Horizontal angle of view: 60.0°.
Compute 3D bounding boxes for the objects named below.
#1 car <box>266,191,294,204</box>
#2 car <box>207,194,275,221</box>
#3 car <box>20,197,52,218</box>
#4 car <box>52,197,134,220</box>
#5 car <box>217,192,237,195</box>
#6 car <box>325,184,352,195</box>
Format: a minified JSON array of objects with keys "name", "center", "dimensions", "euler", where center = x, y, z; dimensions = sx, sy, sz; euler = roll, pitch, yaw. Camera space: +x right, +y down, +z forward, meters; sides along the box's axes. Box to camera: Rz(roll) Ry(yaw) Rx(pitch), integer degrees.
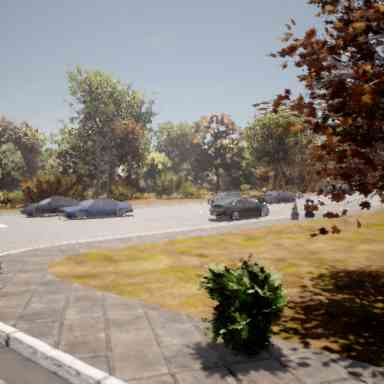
[{"name":"car","center":[9.011,0.548,35.926],"dimensions":[4.181,1.385,1.994],"euler":[-3,3,-32]},{"name":"car","center":[3.401,1.129,23.464],"dimensions":[4.892,1.490,1.837],"euler":[-2,2,-38]},{"name":"car","center":[-10.587,1.108,25.471],"dimensions":[4.674,1.442,1.812],"euler":[-1,2,-42]},{"name":"car","center":[-6.896,1.170,24.131],"dimensions":[5.357,1.411,2.033],"euler":[-1,2,-41]},{"name":"car","center":[3.683,0.676,36.639],"dimensions":[4.181,1.385,1.994],"euler":[-3,3,-34]},{"name":"car","center":[20.281,-0.325,46.064],"dimensions":[5.008,1.535,1.882],"euler":[-3,2,-25]}]
